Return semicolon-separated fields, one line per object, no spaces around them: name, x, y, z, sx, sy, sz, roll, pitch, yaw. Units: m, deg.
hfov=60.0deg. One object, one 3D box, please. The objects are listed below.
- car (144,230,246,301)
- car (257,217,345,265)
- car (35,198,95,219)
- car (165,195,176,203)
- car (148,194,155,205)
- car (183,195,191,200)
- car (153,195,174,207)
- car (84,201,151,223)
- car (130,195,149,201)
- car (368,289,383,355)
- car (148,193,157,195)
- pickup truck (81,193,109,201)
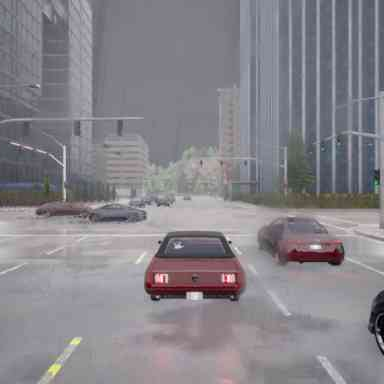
car;0.070;1.601;8.268;1.895;1.301;4.718;0;0;0
car;3.576;1.564;11.627;1.994;1.385;4.181;0;0;0
car;-11.159;1.525;29.150;4.674;1.442;1.812;0;0;-15
car;-4.556;1.525;71.826;2.128;1.511;4.902;0;0;-1
car;-7.914;1.505;56.697;1.837;1.490;4.892;0;0;-1
car;-1.300;1.552;88.541;1.994;1.385;4.181;0;0;-1
car;-4.353;1.547;51.544;2.033;1.411;5.357;0;0;-1
car;-5.470;1.564;24.712;4.181;1.385;1.994;0;0;0
car;-7.796;1.525;47.443;1.812;1.442;4.674;0;0;1
car;3.608;1.564;3.216;1.994;1.385;4.181;0;0;-1
car;-8.005;1.220;67.101;2.150;2.045;5.566;0;0;-1
pickup truck;-21.201;1.058;73.315;2.390;2.098;6.274;0;0;30
